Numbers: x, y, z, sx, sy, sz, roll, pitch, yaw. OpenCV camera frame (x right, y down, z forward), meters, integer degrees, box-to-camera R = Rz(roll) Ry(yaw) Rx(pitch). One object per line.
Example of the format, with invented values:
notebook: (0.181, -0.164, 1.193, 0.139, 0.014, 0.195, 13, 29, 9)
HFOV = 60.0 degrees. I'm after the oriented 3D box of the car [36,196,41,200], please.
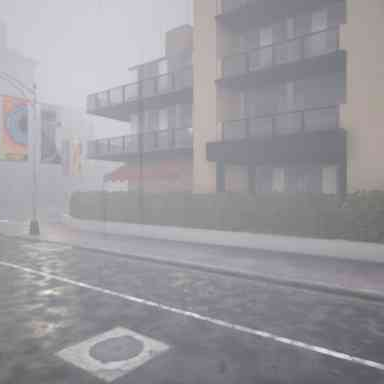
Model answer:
car: (-34.801, 1.484, 72.674, 4.892, 1.521, 2.231, 0, 0, 36)
